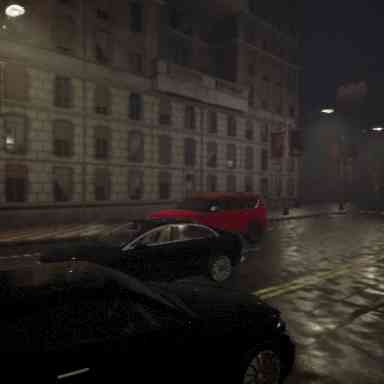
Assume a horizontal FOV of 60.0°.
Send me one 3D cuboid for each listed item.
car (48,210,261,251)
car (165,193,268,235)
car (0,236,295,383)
[{"bbox_3d":[-0.967,1.384,7.755,4.902,1.511,2.128,0,1,-35],"label":"car"},{"bbox_3d":[0.737,1.060,13.381,5.566,2.045,2.150,0,1,-40],"label":"car"},{"bbox_3d":[-1.077,1.472,3.292,4.674,1.442,1.812,0,1,-31],"label":"car"}]
